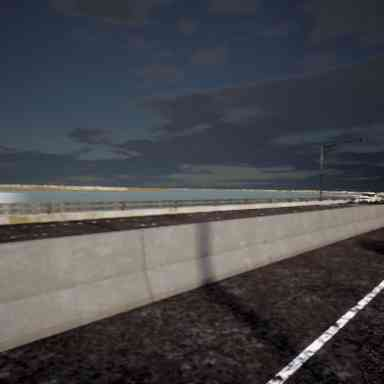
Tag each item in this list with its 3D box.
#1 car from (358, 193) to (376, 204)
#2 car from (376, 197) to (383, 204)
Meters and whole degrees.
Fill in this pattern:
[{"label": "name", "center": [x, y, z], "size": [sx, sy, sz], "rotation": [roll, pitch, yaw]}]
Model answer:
[{"label": "car", "center": [34.185, 1.205, 64.609], "size": [2.150, 2.045, 5.566], "rotation": [1, 1, 42]}, {"label": "car", "center": [36.775, 1.556, 62.261], "size": [2.128, 1.511, 4.902], "rotation": [1, 1, 42]}]
